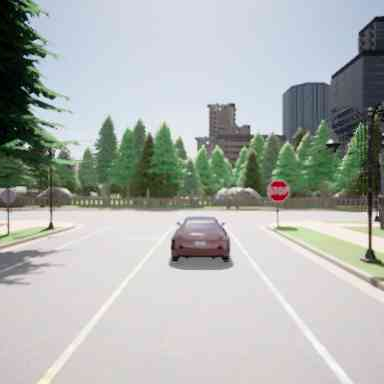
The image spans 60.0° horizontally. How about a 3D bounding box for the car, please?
[{"bbox_3d":[0.322,1.571,12.303,1.994,1.385,4.181,0,0,2],"label":"car"}]
